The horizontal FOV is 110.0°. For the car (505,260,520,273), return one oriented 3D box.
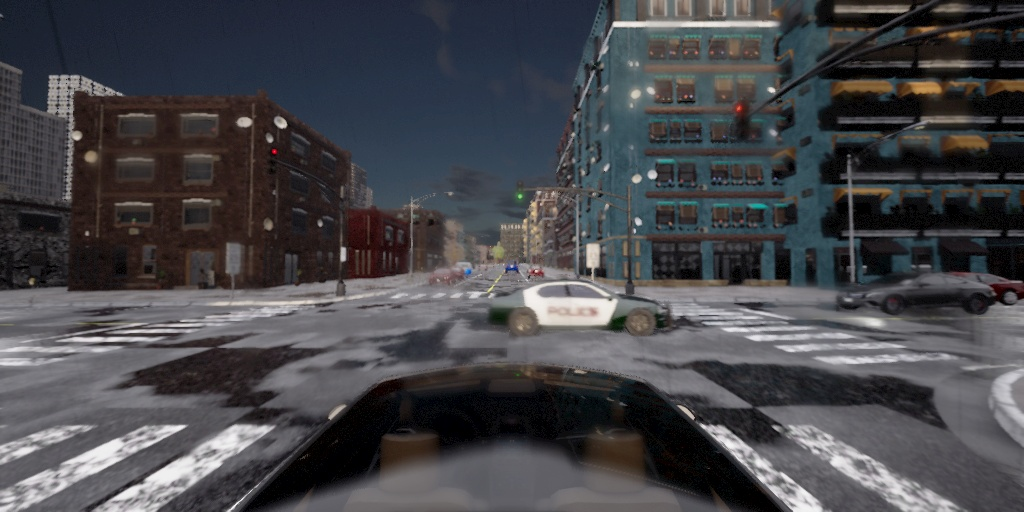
[{"bbox_3d":[0.013,1.739,57.537,2.150,2.045,5.566,0,-1,0],"label":"car"}]

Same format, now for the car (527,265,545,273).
[{"bbox_3d":[2.700,1.739,41.670,1.967,1.591,4.097,0,0,0],"label":"car"}]

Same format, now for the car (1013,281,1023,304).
[{"bbox_3d":[19.480,1.397,15.772,4.507,1.381,1.888,0,0,1],"label":"car"}]

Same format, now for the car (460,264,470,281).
[{"bbox_3d":[-5.682,1.765,35.925,1.888,1.381,4.507,0,0,0],"label":"car"}]

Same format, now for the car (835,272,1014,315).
[{"bbox_3d":[14.676,1.330,13.161,4.674,1.442,1.812,-1,-2,1],"label":"car"}]

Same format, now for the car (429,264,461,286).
[{"bbox_3d":[-5.760,1.687,30.243,1.888,1.381,4.507,0,0,0],"label":"car"}]

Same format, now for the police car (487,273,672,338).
[{"bbox_3d":[1.818,1.375,10.166,4.974,1.542,2.038,0,-1,1],"label":"police car"}]

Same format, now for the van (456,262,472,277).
[{"bbox_3d":[-5.681,1.639,41.612,1.690,1.789,3.998,0,0,0],"label":"van"}]
